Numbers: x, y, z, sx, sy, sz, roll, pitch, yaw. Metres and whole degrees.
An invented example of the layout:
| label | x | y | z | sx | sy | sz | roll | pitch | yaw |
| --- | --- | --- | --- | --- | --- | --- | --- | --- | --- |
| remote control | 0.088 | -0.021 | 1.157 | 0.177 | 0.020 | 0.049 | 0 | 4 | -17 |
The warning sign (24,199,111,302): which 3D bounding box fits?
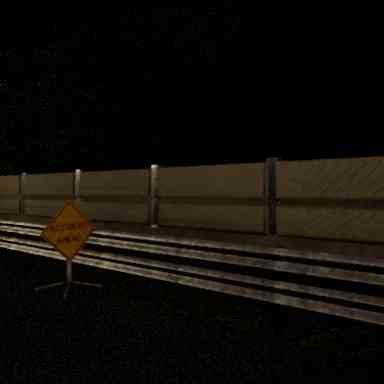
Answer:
| label | x | y | z | sx | sy | sz | roll | pitch | yaw |
| --- | --- | --- | --- | --- | --- | --- | --- | --- | --- |
| warning sign | -2.585 | 1.095 | 6.989 | 1.060 | 1.860 | 1.300 | -1 | 0 | 35 |
